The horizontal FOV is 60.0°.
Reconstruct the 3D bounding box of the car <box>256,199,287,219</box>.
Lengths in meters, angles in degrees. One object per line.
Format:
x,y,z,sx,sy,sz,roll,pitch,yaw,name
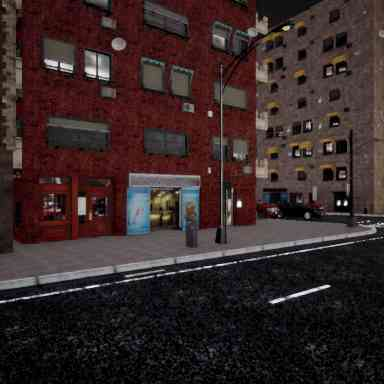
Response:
6.086,1.588,32.003,2.192,1.841,5.009,-1,0,-37,car

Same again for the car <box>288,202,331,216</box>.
13.016,1.847,37.181,1.802,1.307,4.206,-1,0,-37,car

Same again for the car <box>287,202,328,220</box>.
9.999,1.712,31.365,1.882,1.535,5.008,0,-1,-37,car

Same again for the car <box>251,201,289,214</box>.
9.663,1.901,41.627,1.947,1.339,4.313,-1,0,-37,car
